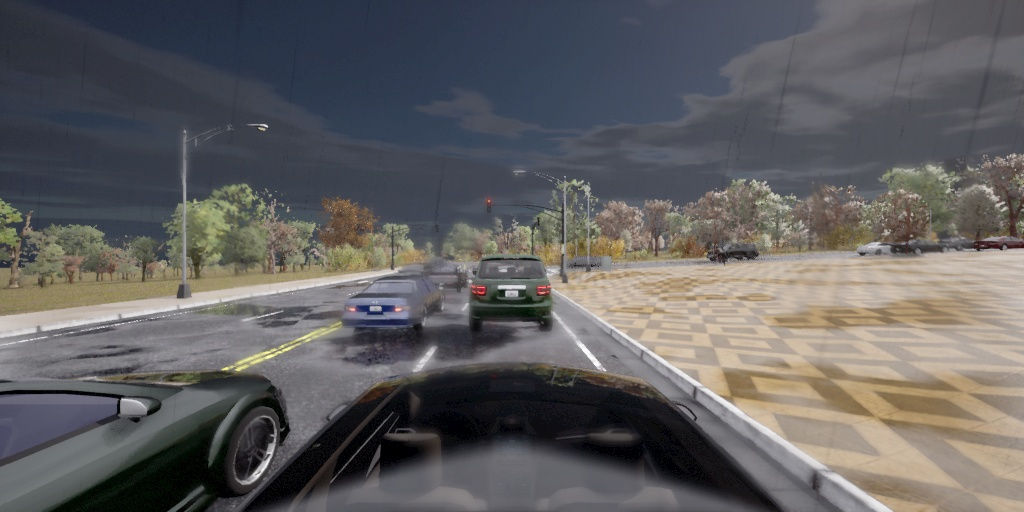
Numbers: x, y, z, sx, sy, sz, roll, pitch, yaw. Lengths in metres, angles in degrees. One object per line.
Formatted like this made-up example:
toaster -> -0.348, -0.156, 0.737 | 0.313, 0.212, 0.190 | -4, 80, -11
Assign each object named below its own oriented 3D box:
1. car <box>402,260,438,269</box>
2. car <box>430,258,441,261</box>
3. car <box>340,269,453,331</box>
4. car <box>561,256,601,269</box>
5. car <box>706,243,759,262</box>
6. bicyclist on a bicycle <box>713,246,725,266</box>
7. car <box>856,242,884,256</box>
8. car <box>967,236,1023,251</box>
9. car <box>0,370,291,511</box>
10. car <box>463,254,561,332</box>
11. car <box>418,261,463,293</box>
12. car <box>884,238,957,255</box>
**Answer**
car -> -6.726, 1.276, 25.050 | 1.837, 1.490, 4.892 | 0, 0, 2
car -> -12.545, 1.406, 54.777 | 1.994, 1.385, 4.181 | 0, 0, -5
car -> -3.311, 1.303, 11.049 | 2.033, 1.411, 5.357 | 0, 0, -1
car -> 8.032, 0.689, 40.574 | 5.357, 1.411, 2.033 | -3, 0, -4
car -> 25.532, -0.434, 41.576 | 5.566, 2.045, 2.150 | -3, 0, -4
bicyclist on a bicycle -> 17.399, 0.004, 30.152 | 0.582, 1.620, 1.656 | -2, 0, -3
car -> 40.574, -0.804, 39.458 | 4.674, 1.442, 1.812 | -3, 0, -6
car -> 51.155, -1.315, 37.393 | 5.008, 1.535, 1.882 | -3, 0, -7
car -> -3.173, 1.314, 1.827 | 1.994, 1.385, 4.181 | 0, 0, 0
car -> -0.063, 0.977, 11.047 | 2.150, 2.045, 5.566 | 0, 0, -1
car -> -3.624, 1.257, 20.796 | 2.128, 1.511, 4.902 | 0, 0, 0
car -> 41.236, -0.878, 36.259 | 5.008, 1.535, 1.882 | -3, 0, -5
